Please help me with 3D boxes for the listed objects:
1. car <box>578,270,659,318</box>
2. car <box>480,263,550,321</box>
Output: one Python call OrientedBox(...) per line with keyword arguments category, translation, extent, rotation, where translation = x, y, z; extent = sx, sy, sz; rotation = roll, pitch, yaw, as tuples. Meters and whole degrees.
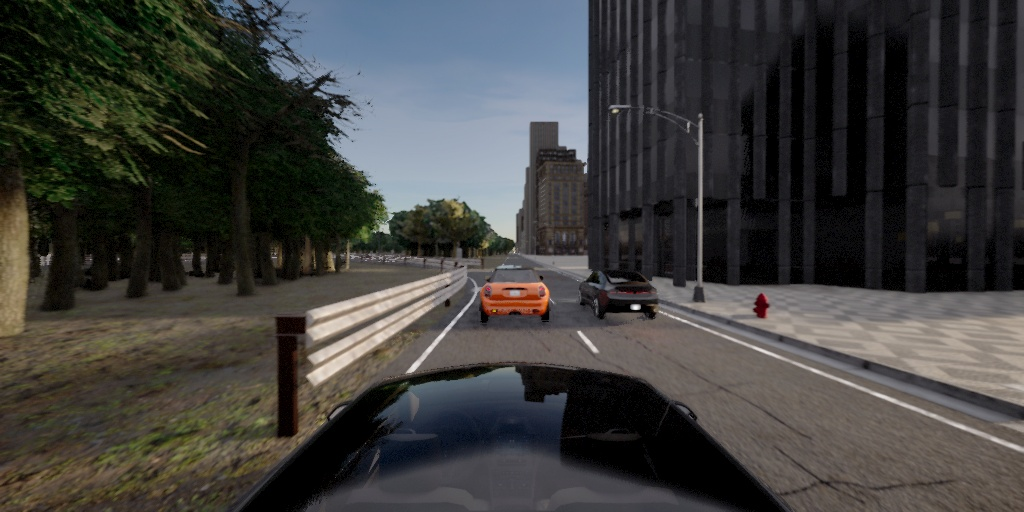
OrientedBox(category="car", translation=(3.595, 1.237, 12.829), extent=(1.837, 1.490, 4.892), rotation=(0, 0, 0))
OrientedBox(category="car", translation=(0.067, 1.086, 12.455), extent=(2.097, 1.767, 4.553), rotation=(0, 0, 0))
